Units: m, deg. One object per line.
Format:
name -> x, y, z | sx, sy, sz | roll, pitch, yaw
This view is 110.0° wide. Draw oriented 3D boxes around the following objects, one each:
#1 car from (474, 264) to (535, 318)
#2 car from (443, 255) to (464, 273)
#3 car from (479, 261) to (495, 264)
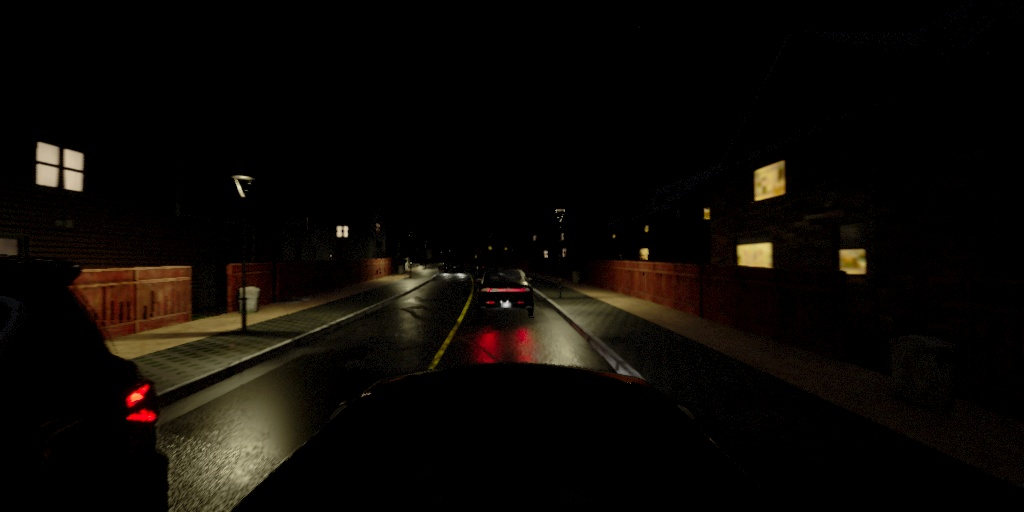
car -> -0.290, 1.199, 12.802 | 2.128, 1.511, 4.902 | 0, 0, -3
car -> -6.967, 0.915, 42.899 | 2.150, 2.045, 5.566 | 0, 0, -11
car -> -2.327, 1.186, 33.073 | 1.837, 1.490, 4.892 | 0, 0, -8
